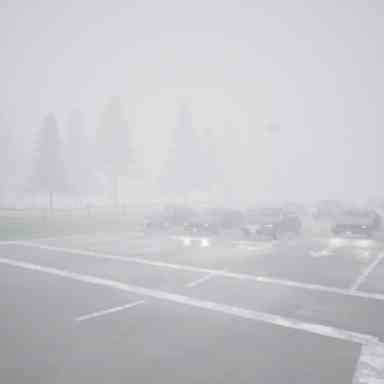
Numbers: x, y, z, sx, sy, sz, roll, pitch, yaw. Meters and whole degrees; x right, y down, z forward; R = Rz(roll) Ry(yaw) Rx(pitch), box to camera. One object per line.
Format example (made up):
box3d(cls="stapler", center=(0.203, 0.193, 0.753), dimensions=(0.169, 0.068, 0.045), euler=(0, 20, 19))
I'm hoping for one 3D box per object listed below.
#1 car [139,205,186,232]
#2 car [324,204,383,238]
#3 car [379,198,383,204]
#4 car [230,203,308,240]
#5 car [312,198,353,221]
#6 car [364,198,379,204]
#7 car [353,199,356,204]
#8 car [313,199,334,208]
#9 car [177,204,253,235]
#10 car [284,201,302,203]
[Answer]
box3d(cls="car", center=(-1.361, 1.653, 21.735), dimensions=(2.128, 1.511, 4.902), euler=(-1, 0, 36))
box3d(cls="car", center=(9.207, 1.586, 18.395), dimensions=(2.033, 1.411, 5.357), euler=(-1, 0, 36))
box3d(cls="car", center=(22.275, 1.259, 36.240), dimensions=(2.150, 2.045, 5.566), euler=(-1, 0, 36))
box3d(cls="car", center=(4.281, 1.571, 17.594), dimensions=(2.128, 1.511, 4.902), euler=(-1, 0, 36))
box3d(cls="car", center=(11.520, 1.434, 27.483), dimensions=(2.097, 1.767, 4.553), euler=(-1, -1, 36))
box3d(cls="car", center=(25.178, 1.585, 46.019), dimensions=(1.837, 1.490, 4.892), euler=(-1, -1, 37))
box3d(cls="car", center=(22.348, 1.612, 48.079), dimensions=(2.128, 1.511, 4.902), euler=(-1, -1, 37))
box3d(cls="car", center=(20.276, 1.725, 51.152), dimensions=(1.994, 1.385, 4.181), euler=(-1, -1, 37))
box3d(cls="car", center=(1.688, 1.668, 19.977), dimensions=(2.033, 1.411, 5.357), euler=(-1, 0, 36))
box3d(cls="car", center=(8.904, 1.612, 29.833), dimensions=(2.128, 1.511, 4.902), euler=(-1, -1, 36))
